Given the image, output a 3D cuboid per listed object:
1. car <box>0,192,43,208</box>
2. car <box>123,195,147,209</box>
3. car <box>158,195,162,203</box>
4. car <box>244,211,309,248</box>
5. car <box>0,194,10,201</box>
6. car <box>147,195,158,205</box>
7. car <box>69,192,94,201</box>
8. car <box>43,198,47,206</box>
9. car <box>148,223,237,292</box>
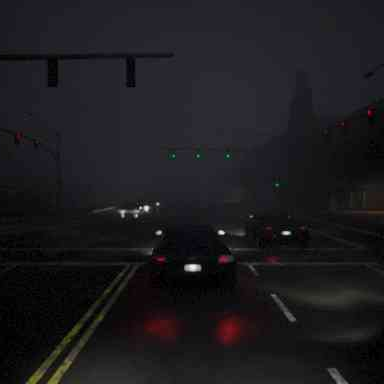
[{"bbox_3d":[-21.466,0.954,41.054,4.605,1.855,1.932,0,0,0],"label":"car"},{"bbox_3d":[-7.215,1.277,41.363,1.882,1.535,5.008,0,0,1],"label":"car"},{"bbox_3d":[-6.686,1.231,61.021,1.812,1.442,4.674,0,0,2],"label":"car"},{"bbox_3d":[3.521,1.494,14.462,1.994,1.385,4.181,0,0,0],"label":"car"},{"bbox_3d":[-38.887,1.042,66.461,3.905,1.438,1.784,0,0,0],"label":"car"},{"bbox_3d":[-7.012,1.245,50.913,2.128,1.511,4.902,0,0,2],"label":"car"},{"bbox_3d":[-21.433,0.849,63.572,3.866,1.878,1.905,0,0,0],"label":"car"},{"bbox_3d":[-21.409,0.943,43.948,3.866,1.878,1.905,0,0,0],"label":"car"},{"bbox_3d":[-0.041,1.521,8.863,1.994,1.385,4.181,0,0,-2],"label":"car"}]
